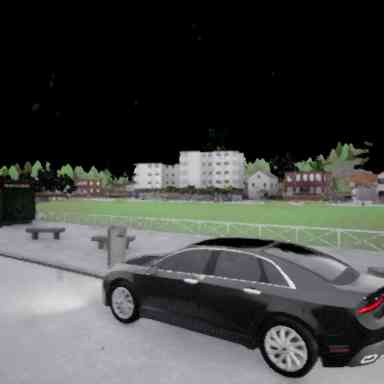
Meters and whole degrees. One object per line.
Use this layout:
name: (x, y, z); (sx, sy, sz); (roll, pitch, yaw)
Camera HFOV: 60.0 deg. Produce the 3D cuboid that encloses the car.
car: (0.519, 1.518, 5.586); (4.892, 1.490, 1.837); (0, 0, 36)
